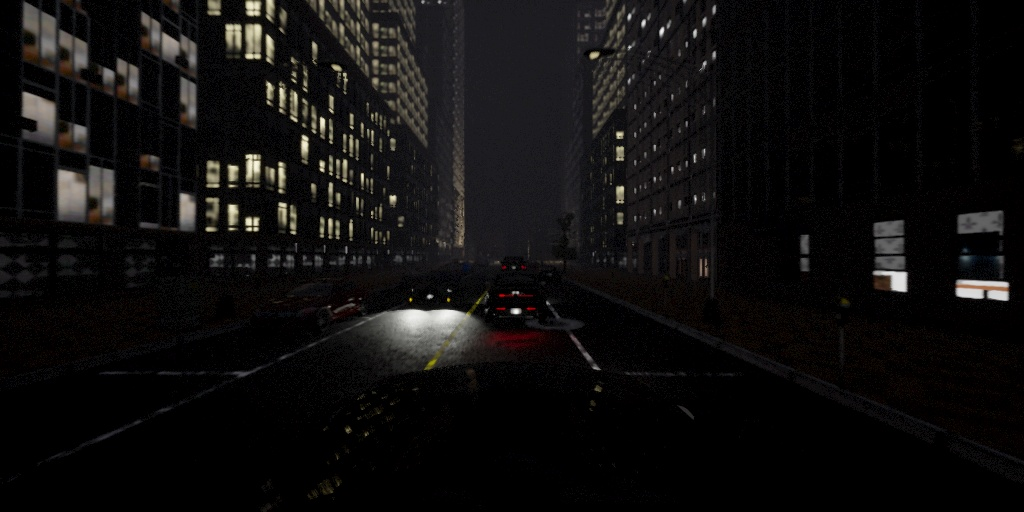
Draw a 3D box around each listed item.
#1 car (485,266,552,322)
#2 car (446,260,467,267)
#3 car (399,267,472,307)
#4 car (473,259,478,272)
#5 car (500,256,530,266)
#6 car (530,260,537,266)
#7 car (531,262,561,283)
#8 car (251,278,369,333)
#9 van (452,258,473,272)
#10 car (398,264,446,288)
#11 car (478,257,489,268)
[{"bbox_3d":[0.115,1.268,12.274,1.837,1.490,4.892,0,0,0],"label":"car"},{"bbox_3d":[-5.641,1.321,33.467,1.888,1.381,4.507,0,0,0],"label":"car"},{"bbox_3d":[-3.076,1.326,15.379,1.994,1.385,4.181,0,0,0],"label":"car"},{"bbox_3d":[-5.622,1.368,44.852,1.802,1.307,4.207,0,0,0],"label":"car"},{"bbox_3d":[0.145,1.003,30.542,2.150,2.045,5.566,0,0,0],"label":"car"},{"bbox_3d":[2.769,1.241,50.515,1.967,1.591,4.097,0,0,0],"label":"car"},{"bbox_3d":[2.730,1.348,27.748,1.948,1.339,4.313,0,0,0],"label":"car"},{"bbox_3d":[-5.680,1.335,10.697,1.802,1.307,4.207,0,0,0],"label":"car"},{"bbox_3d":[-5.632,1.122,39.160,1.690,1.789,3.998,0,0,0],"label":"van"},{"bbox_3d":[-5.661,1.316,22.083,2.007,1.370,4.403,0,0,0],"label":"car"},{"bbox_3d":[-5.593,1.236,61.928,1.967,1.591,4.097,0,0,0],"label":"car"}]
